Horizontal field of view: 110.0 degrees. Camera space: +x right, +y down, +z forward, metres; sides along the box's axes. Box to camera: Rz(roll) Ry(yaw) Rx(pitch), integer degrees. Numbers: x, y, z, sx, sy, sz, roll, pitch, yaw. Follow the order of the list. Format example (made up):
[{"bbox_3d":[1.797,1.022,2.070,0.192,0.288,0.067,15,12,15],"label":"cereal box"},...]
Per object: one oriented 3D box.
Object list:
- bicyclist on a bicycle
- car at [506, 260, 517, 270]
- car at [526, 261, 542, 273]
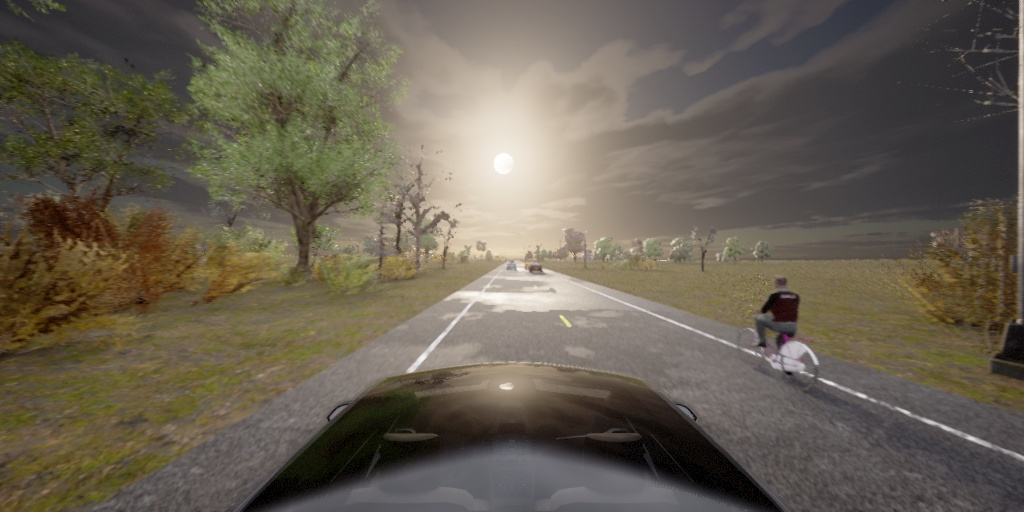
[{"bbox_3d":[4.442,1.205,6.147,0.659,1.776,1.843,1,0,0],"label":"bicyclist on a bicycle"},{"bbox_3d":[-0.058,1.868,65.280,1.895,1.301,4.718,1,0,0],"label":"car"},{"bbox_3d":[3.555,1.701,54.790,1.882,1.535,5.008,1,-1,0],"label":"car"}]
